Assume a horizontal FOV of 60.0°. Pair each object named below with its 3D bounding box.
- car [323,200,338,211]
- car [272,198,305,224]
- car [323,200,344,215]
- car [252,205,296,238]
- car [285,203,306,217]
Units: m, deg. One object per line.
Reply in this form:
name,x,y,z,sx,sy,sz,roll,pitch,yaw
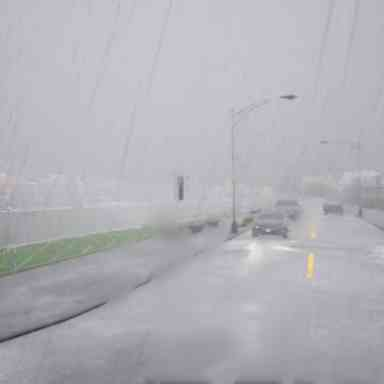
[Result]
car,20.091,1.931,48.361,1.882,1.535,5.008,-1,-1,21
car,8.219,1.555,28.530,2.150,2.045,5.566,-1,-1,20
car,16.524,1.836,38.779,1.882,1.535,5.008,-1,-1,21
car,4.737,1.748,19.288,1.837,1.490,4.892,-1,-1,21
car,11.815,1.990,37.940,1.994,1.385,4.181,-1,-1,21
